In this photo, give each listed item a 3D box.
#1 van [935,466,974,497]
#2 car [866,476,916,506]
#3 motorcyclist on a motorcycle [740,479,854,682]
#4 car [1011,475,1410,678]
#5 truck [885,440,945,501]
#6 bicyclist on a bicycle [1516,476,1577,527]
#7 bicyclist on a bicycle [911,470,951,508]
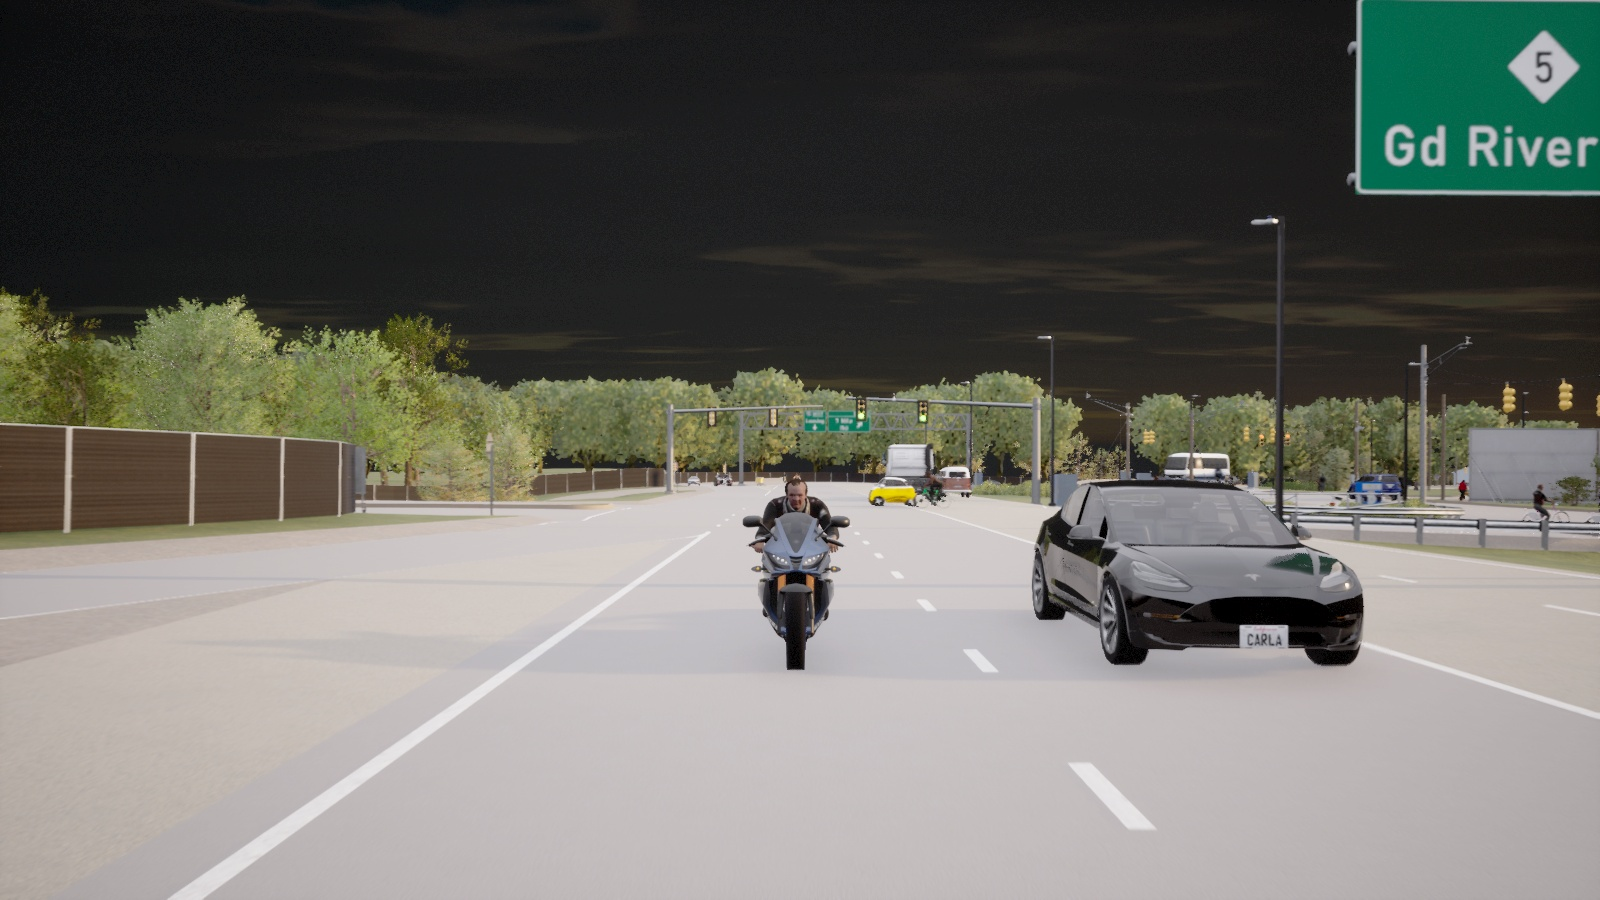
[{"bbox_3d":[10.300,2.080,84.122,2.069,2.038,4.480,0,-1,0],"label":"van"},{"bbox_3d":[4.190,1.896,58.073,2.207,1.376,1.481,0,-1,-1],"label":"car"},{"bbox_3d":[-0.025,1.025,10.692,0.866,1.530,2.191,0,-1,0],"label":"motorcyclist on a motorcycle"},{"bbox_3d":[3.472,0.994,11.795,2.163,1.488,4.792,0,-1,0],"label":"car"},{"bbox_3d":[6.818,1.225,75.469,2.891,3.462,7.936,0,-1,0],"label":"truck"},{"bbox_3d":[27.965,1.922,47.030,1.843,1.776,0.659,-3,0,-4],"label":"bicyclist on a bicycle"},{"bbox_3d":[5.675,1.707,54.599,1.656,1.620,0.582,0,-1,-1],"label":"bicyclist on a bicycle"}]
